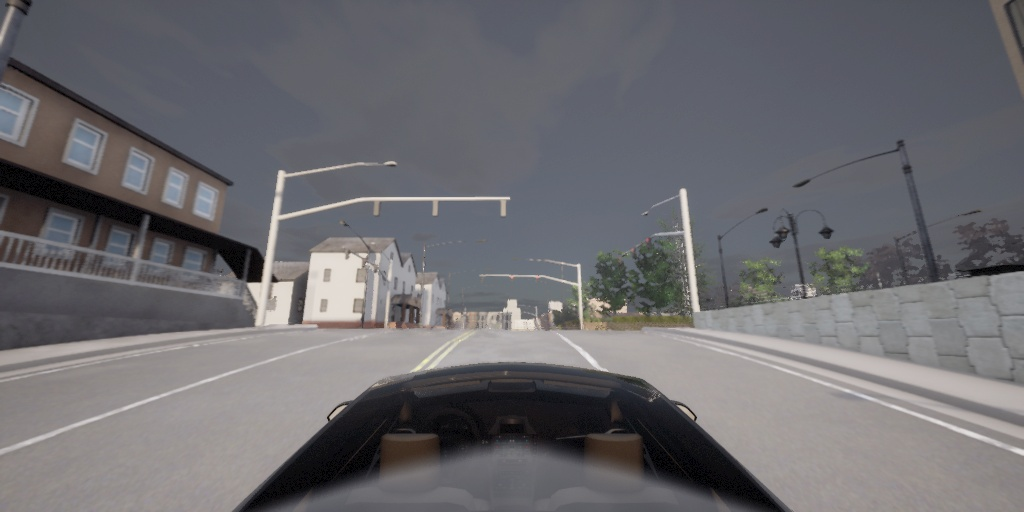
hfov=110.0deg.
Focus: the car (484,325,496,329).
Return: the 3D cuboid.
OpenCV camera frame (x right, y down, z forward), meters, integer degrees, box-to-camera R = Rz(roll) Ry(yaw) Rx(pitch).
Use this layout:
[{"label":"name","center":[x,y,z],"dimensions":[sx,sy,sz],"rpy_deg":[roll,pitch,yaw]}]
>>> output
[{"label":"car","center":[-3.499,11.789,57.688],"dimensions":[1.895,1.301,4.718],"rpy_deg":[0,-12,0]}]
